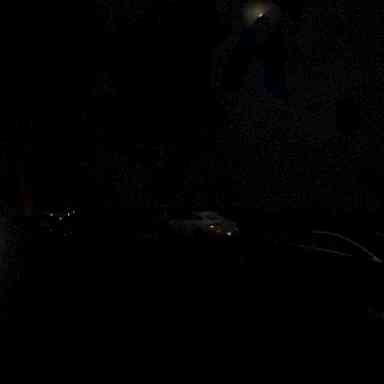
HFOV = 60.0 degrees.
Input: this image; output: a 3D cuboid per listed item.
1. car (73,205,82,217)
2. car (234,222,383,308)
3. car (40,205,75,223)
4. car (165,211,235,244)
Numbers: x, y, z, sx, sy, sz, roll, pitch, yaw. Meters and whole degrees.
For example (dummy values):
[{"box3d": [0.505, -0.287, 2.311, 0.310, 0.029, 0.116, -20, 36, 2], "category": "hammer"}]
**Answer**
[{"box3d": [-14.243, 2.217, 38.512, 1.994, 1.385, 4.181, 0, -1, -34], "category": "car"}, {"box3d": [3.422, 1.516, 7.177, 2.128, 1.511, 4.902, 0, -1, -34], "category": "car"}, {"box3d": [-12.851, 2.126, 31.217, 1.895, 1.301, 4.718, 0, -1, -34], "category": "car"}, {"box3d": [0.383, 1.687, 16.898, 1.812, 1.442, 4.674, 0, -1, -34], "category": "car"}]
